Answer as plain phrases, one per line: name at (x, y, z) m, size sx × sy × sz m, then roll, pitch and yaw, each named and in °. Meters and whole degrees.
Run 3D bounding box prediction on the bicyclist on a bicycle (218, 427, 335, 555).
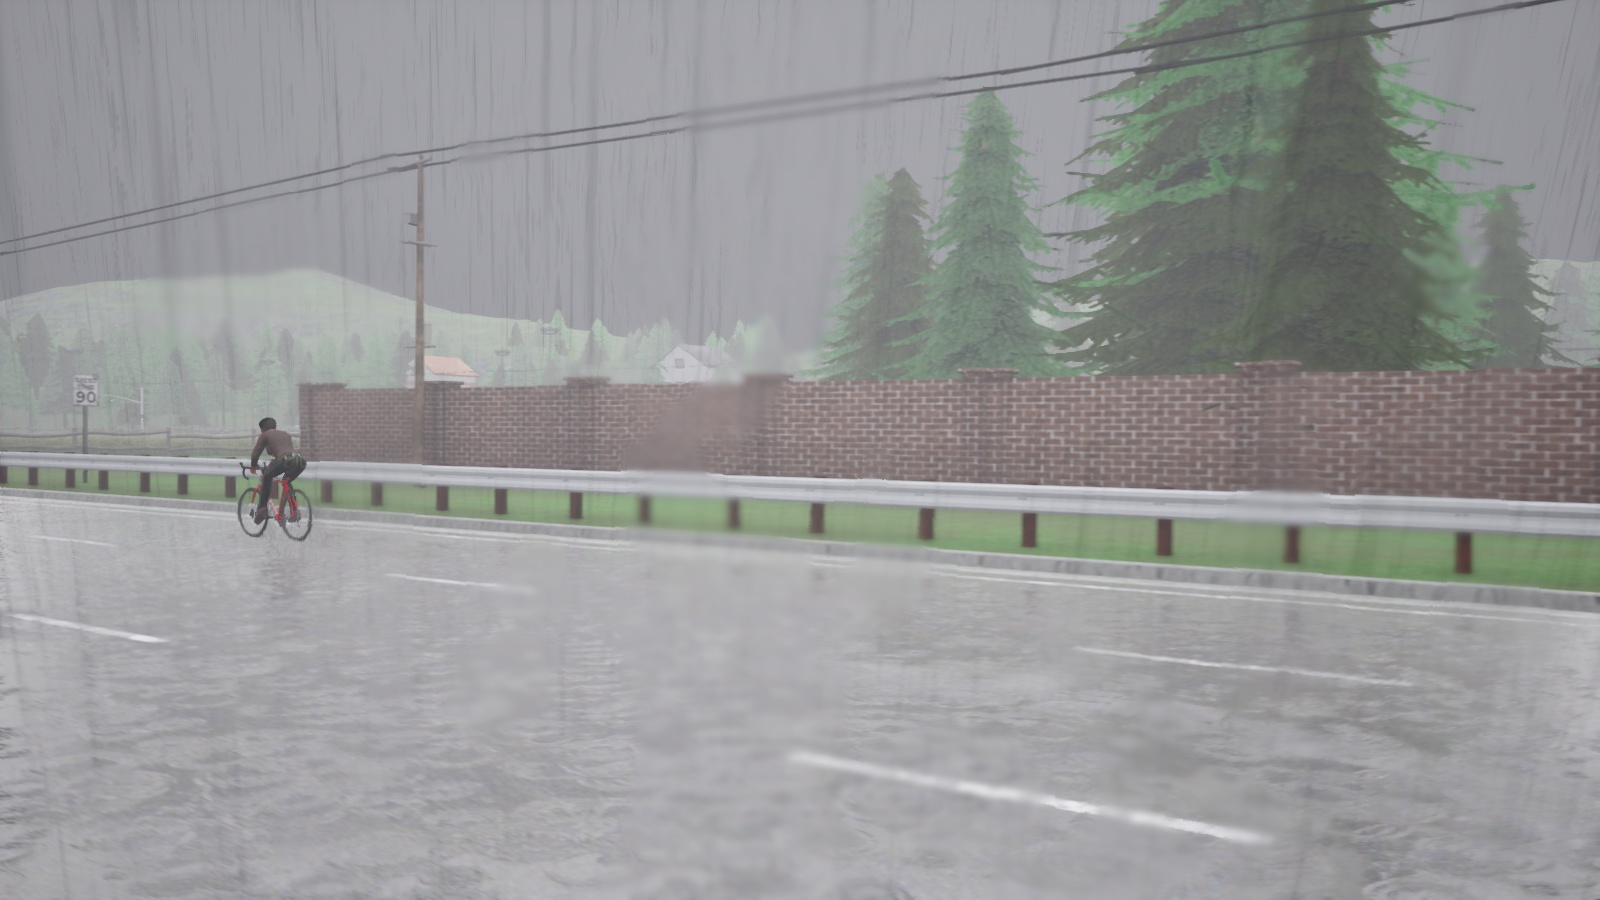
bicyclist on a bicycle at (-6.950, 0.520, 16.642) m, size 1.656 × 1.620 × 0.582 m, roll 0°, pitch 1°, yaw 34°
